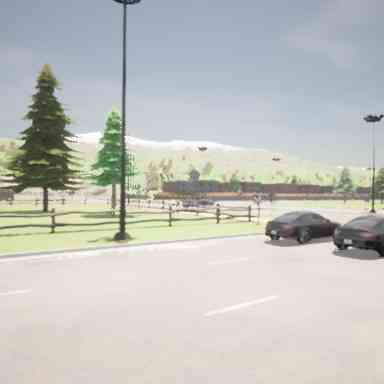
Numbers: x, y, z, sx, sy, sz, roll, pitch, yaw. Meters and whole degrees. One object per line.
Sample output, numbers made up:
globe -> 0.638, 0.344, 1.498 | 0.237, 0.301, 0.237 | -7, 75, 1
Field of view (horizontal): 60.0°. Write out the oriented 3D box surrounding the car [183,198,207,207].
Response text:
car -> 0.139, 1.908, 58.201 | 1.812, 1.442, 4.674 | 1, -1, -35

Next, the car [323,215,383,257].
car -> 7.641, 1.683, 13.581 | 4.674, 1.442, 1.812 | 1, 0, -35

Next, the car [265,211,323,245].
car -> 5.608, 1.684, 16.430 | 4.674, 1.442, 1.812 | 1, 0, -35

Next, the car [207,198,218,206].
car -> 2.778, 1.915, 60.540 | 2.128, 1.511, 4.902 | 1, -1, -35
